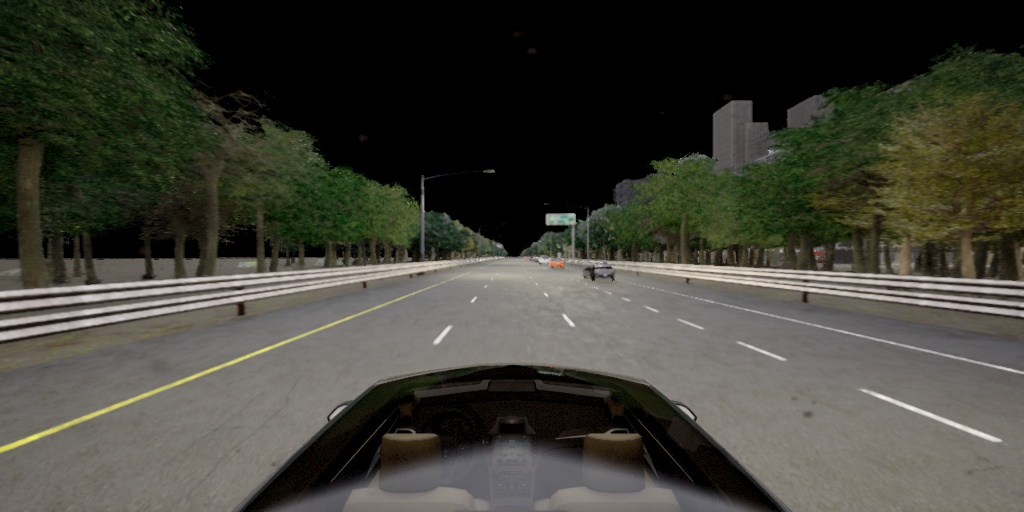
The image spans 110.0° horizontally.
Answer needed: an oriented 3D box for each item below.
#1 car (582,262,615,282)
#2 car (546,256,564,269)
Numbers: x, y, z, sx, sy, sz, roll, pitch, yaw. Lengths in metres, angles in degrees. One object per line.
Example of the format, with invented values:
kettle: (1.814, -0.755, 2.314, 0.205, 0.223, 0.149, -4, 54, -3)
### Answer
car: (7.029, 1.252, 29.434, 2.128, 1.511, 4.902, 0, 0, 0)
car: (7.149, 1.108, 58.346, 2.097, 1.767, 4.553, 0, 0, 0)
